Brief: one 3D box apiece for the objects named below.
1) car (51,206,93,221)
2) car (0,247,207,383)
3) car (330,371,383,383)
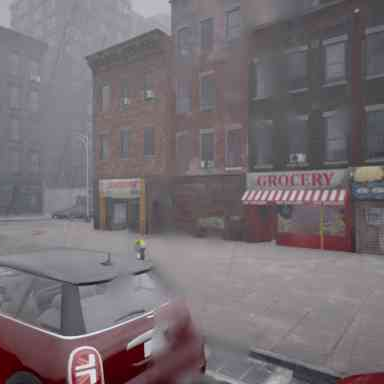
[{"bbox_3d":[-11.204,2.078,33.285,2.033,1.411,5.357,-1,-2,36],"label":"car"},{"bbox_3d":[-1.921,1.441,4.212,4.097,1.590,1.967,0,0,36],"label":"car"},{"bbox_3d":[2.542,1.544,0.991,4.507,1.381,1.887,0,0,36],"label":"car"}]
